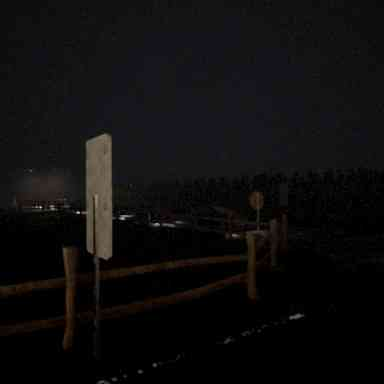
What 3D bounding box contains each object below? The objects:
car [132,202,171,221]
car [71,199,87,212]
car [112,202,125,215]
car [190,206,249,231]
[{"bbox_3d":[-3.650,1.692,29.264,1.837,1.490,4.892,-1,0,-35],"label":"car"},{"bbox_3d":[-15.287,1.710,45.669,2.097,1.767,4.553,-1,0,-34],"label":"car"},{"bbox_3d":[-9.340,1.816,37.255,2.033,1.411,5.357,-1,0,-36],"label":"car"},{"bbox_3d":[1.669,1.638,21.786,1.812,1.442,4.674,-1,0,-35],"label":"car"}]
